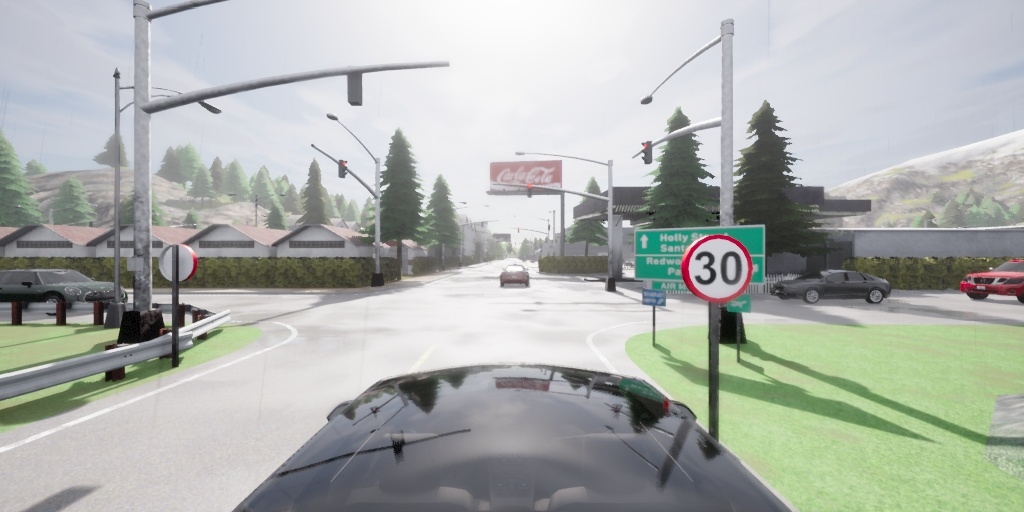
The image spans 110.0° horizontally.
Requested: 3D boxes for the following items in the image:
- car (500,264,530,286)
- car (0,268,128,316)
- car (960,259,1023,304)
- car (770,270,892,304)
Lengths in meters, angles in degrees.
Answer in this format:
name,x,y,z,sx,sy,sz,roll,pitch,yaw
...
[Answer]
name,x,y,z,sx,sy,sz,roll,pitch,yaw
car,0.239,1.314,25.243,1.994,1.385,4.181,0,0,3
car,-17.996,1.294,13.990,4.553,1.767,2.097,0,0,1
car,25.171,1.163,17.117,5.566,2.045,2.150,0,0,0
car,15.201,1.446,17.248,4.892,1.490,1.837,0,0,1
